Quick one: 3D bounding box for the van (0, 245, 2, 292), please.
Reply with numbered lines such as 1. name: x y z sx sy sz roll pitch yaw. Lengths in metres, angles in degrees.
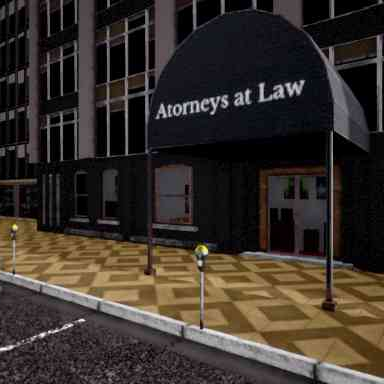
1. van: -5.576 1.341 6.853 3.998 1.788 1.690 0 0 36
